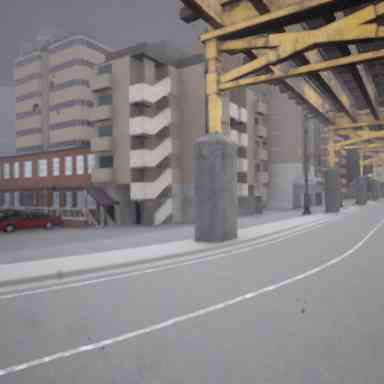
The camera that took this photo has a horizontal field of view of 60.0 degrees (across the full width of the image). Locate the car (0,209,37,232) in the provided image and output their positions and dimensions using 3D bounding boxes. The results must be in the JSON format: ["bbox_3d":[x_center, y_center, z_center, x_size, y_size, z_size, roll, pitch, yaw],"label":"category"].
[{"bbox_3d":[-14.784,2.244,26.504,1.851,1.617,3.988,-1,-1,33],"label":"car"}]

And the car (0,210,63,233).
[{"bbox_3d":[-12.335,2.200,24.767,2.033,1.415,5.357,-1,-1,33],"label":"car"}]
